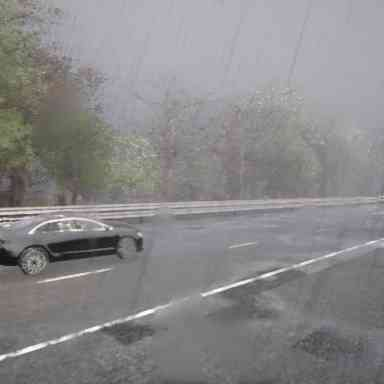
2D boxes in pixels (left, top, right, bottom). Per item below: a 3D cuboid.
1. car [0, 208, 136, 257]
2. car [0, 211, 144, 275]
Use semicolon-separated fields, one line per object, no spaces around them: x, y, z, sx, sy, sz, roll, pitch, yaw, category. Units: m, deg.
-5.184;1.503;13.909;5.357;1.411;2.033;0;0;-44;car
-3.787;1.450;10.392;4.902;1.511;2.128;0;0;-44;car
